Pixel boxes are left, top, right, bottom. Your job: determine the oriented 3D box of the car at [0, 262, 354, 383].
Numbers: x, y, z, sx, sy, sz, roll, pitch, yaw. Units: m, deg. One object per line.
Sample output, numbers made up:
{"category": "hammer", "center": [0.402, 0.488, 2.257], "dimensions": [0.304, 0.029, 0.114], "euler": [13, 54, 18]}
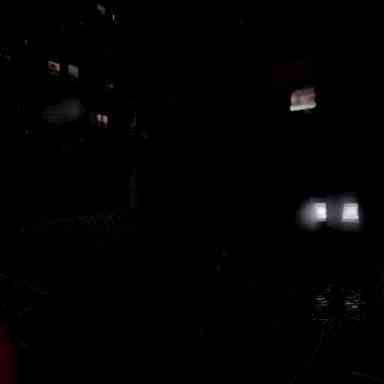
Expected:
{"category": "car", "center": [-0.668, 1.465, 3.353], "dimensions": [4.097, 1.590, 1.967], "euler": [-1, -1, 35]}
